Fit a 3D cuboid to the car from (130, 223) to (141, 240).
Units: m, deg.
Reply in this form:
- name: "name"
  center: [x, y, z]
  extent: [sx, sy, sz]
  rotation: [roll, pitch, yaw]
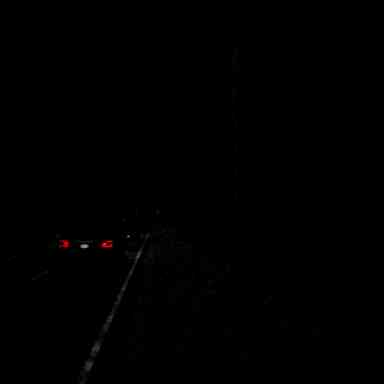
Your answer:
- name: "car"
  center: [-6.314, 4.084, 33.822]
  extent: [1.895, 1.301, 4.718]
  rotation: [1, -4, -6]

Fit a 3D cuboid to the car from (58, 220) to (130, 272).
- name: "car"
  center: [-4.249, 2.284, 14.882]
  extent: [2.150, 2.045, 5.566]
  rotation: [1, -4, -6]

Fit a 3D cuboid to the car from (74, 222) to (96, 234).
- name: "car"
  center: [-13.914, 4.662, 43.624]
  extent: [1.812, 1.442, 4.674]
  rotation: [1, -4, -6]
